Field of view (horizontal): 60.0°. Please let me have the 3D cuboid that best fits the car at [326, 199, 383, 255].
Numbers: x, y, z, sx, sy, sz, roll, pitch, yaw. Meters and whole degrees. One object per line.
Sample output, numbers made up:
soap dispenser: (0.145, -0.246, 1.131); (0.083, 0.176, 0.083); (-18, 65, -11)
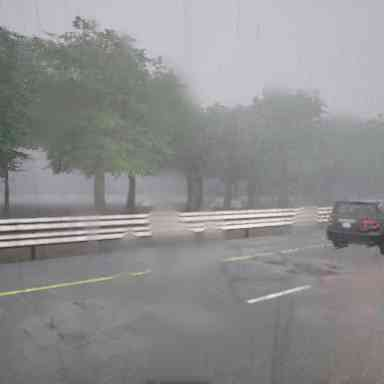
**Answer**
car: (7.858, 1.302, 13.735); (5.566, 2.045, 2.150); (0, 0, -35)
